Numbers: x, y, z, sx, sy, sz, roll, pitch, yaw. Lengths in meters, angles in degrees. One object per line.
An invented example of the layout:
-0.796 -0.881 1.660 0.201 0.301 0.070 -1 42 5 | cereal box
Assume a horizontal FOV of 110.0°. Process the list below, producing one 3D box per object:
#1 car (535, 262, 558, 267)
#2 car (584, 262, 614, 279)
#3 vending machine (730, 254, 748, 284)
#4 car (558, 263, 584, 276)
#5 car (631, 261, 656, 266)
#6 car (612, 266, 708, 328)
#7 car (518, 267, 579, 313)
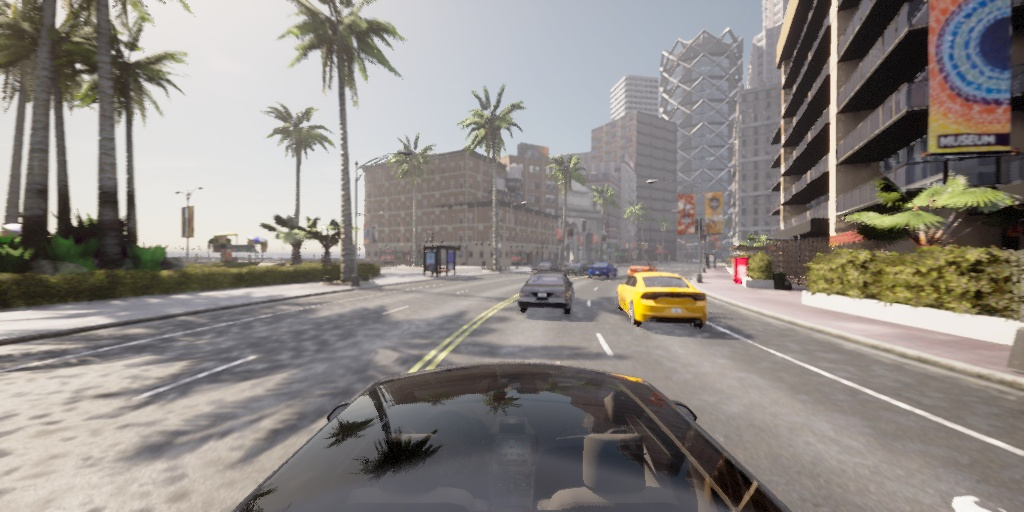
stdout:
4.016 1.370 40.670 2.033 1.411 5.357 0 0 29 | car
8.740 1.324 34.138 1.882 1.535 5.008 0 0 27 | car
16.380 1.082 25.757 1.100 2.100 0.880 0 0 25 | vending machine
6.988 1.404 38.788 1.994 1.385 4.181 0 0 29 | car
11.983 1.218 32.735 2.097 1.767 4.553 0 0 27 | car
4.649 1.270 11.752 1.882 1.535 5.008 0 0 9 | car
1.472 1.322 14.159 2.033 1.411 5.357 0 0 11 | car
